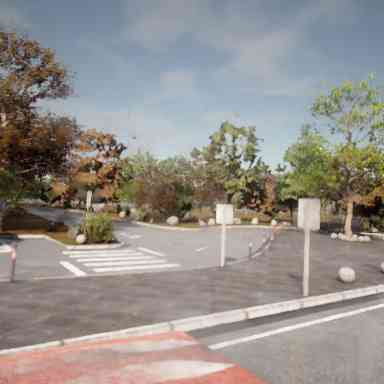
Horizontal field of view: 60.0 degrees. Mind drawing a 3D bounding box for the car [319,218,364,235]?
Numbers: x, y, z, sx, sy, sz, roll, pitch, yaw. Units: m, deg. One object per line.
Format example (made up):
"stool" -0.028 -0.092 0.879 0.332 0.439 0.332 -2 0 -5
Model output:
"car" 19.600 4.417 43.997 5.566 2.045 2.150 3 -1 18
